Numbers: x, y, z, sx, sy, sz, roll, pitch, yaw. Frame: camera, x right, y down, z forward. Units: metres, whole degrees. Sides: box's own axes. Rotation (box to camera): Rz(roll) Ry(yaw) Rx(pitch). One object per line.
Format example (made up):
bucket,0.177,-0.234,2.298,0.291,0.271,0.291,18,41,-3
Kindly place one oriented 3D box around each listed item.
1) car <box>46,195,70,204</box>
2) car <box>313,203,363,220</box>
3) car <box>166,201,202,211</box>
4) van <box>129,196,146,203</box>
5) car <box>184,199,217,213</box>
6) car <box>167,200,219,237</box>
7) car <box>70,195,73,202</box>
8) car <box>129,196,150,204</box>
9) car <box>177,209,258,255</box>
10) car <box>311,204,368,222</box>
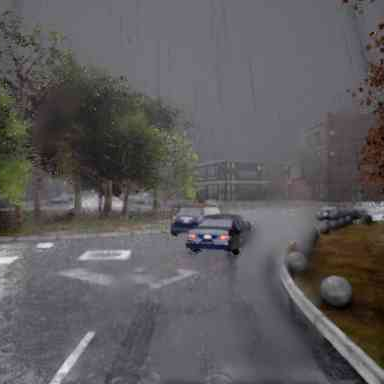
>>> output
car,-32.759,2.100,80.432,4.553,1.767,2.185,0,0,-15
car,13.988,1.815,31.969,4.181,1.385,1.994,-1,0,-21
car,-1.320,2.120,52.076,5.357,1.411,2.033,0,-1,33
van,-15.135,2.101,91.926,4.442,1.987,1.878,0,0,-15
car,1.088,1.850,46.191,2.097,1.767,4.553,1,-1,-41
car,0.734,1.503,18.613,2.097,1.767,4.553,0,-1,28
car,-34.916,2.119,88.422,4.553,1.767,2.185,0,0,-15
car,-12.883,2.325,83.892,4.792,1.488,2.163,0,0,-15
car,1.437,1.640,13.914,2.033,1.411,5.357,0,-1,21
car,12.609,1.797,28.310,5.357,1.411,2.033,-1,-1,-27
